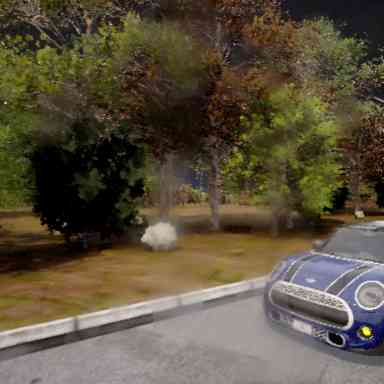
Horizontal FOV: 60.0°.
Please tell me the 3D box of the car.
[{"bbox_3d":[3.433,1.358,6.097,4.553,1.767,2.097,0,0,-35],"label":"car"}]
